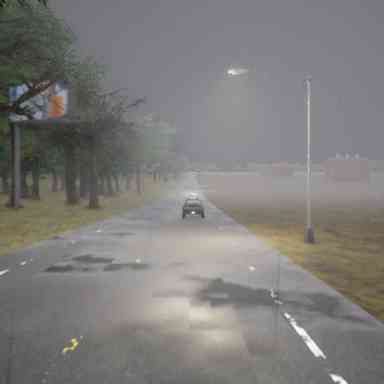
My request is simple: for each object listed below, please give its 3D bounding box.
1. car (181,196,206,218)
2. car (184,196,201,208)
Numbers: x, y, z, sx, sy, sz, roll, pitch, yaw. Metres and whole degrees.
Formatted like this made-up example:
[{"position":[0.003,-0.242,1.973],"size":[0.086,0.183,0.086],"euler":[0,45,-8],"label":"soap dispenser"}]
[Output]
[{"position":[0.098,1.397,29.041],"size":[1.837,1.490,4.892],"euler":[0,0,0],"label":"car"},{"position":[0.097,1.289,44.127],"size":[2.128,1.511,4.902],"euler":[0,0,0],"label":"car"}]
